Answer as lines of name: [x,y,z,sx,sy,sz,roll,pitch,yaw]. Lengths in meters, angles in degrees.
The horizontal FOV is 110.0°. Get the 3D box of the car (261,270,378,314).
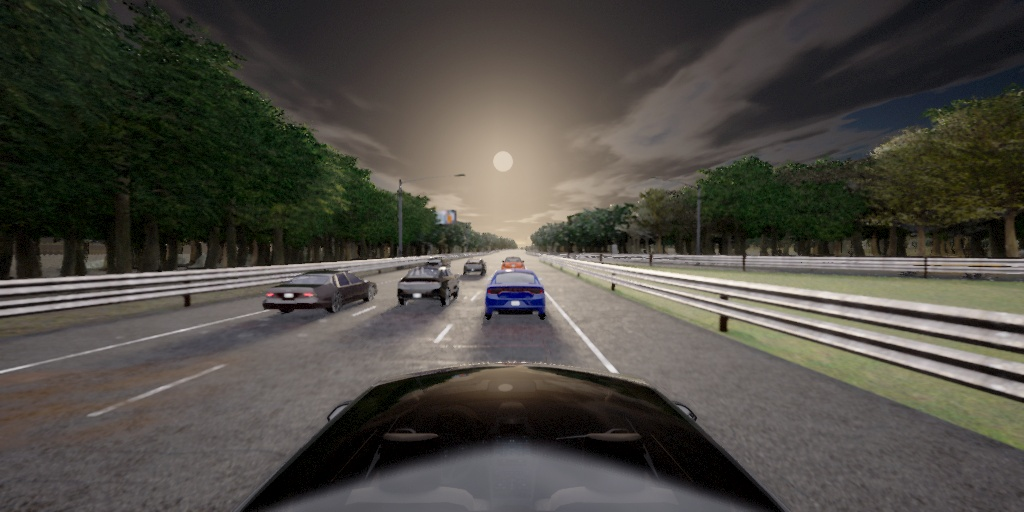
car: [-6.899,1.250,13.589,2.033,1.411,5.357,0,0,0]

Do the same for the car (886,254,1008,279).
car: [29.355,0.673,24.486,1.801,1.575,5.366,1,0,-37]

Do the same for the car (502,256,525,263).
car: [0.103,0.805,33.247,2.097,1.767,4.553,0,1,0]

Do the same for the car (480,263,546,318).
car: [0.101,1.186,12.737,1.882,1.535,5.008,0,0,0]

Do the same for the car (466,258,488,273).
car: [-3.397,0.940,33.469,2.128,1.511,4.902,0,1,0]

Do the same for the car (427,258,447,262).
car: [-6.896,0.953,33.516,1.837,1.490,4.892,0,1,0]

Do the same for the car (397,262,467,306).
car: [-3.399,1.182,15.265,2.128,1.511,4.902,0,1,0]
